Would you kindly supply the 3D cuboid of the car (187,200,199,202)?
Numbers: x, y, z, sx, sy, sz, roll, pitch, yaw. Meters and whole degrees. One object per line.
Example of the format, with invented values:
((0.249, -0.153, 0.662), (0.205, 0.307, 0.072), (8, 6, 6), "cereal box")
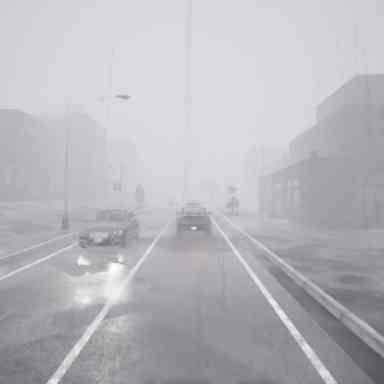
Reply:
((0.104, 1.607, 36.912), (1.837, 1.490, 4.892), (0, 0, 0), "car")

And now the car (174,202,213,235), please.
((0.098, 1.539, 18.841), (1.837, 1.490, 4.892), (0, 0, 0), "car")

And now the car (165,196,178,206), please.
((-3.546, 1.560, 57.869), (2.097, 1.767, 4.553), (0, 0, 0), "car")

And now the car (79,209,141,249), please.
((-3.457, 1.514, 14.673), (2.128, 1.511, 4.902), (0, 0, 0), "car")
